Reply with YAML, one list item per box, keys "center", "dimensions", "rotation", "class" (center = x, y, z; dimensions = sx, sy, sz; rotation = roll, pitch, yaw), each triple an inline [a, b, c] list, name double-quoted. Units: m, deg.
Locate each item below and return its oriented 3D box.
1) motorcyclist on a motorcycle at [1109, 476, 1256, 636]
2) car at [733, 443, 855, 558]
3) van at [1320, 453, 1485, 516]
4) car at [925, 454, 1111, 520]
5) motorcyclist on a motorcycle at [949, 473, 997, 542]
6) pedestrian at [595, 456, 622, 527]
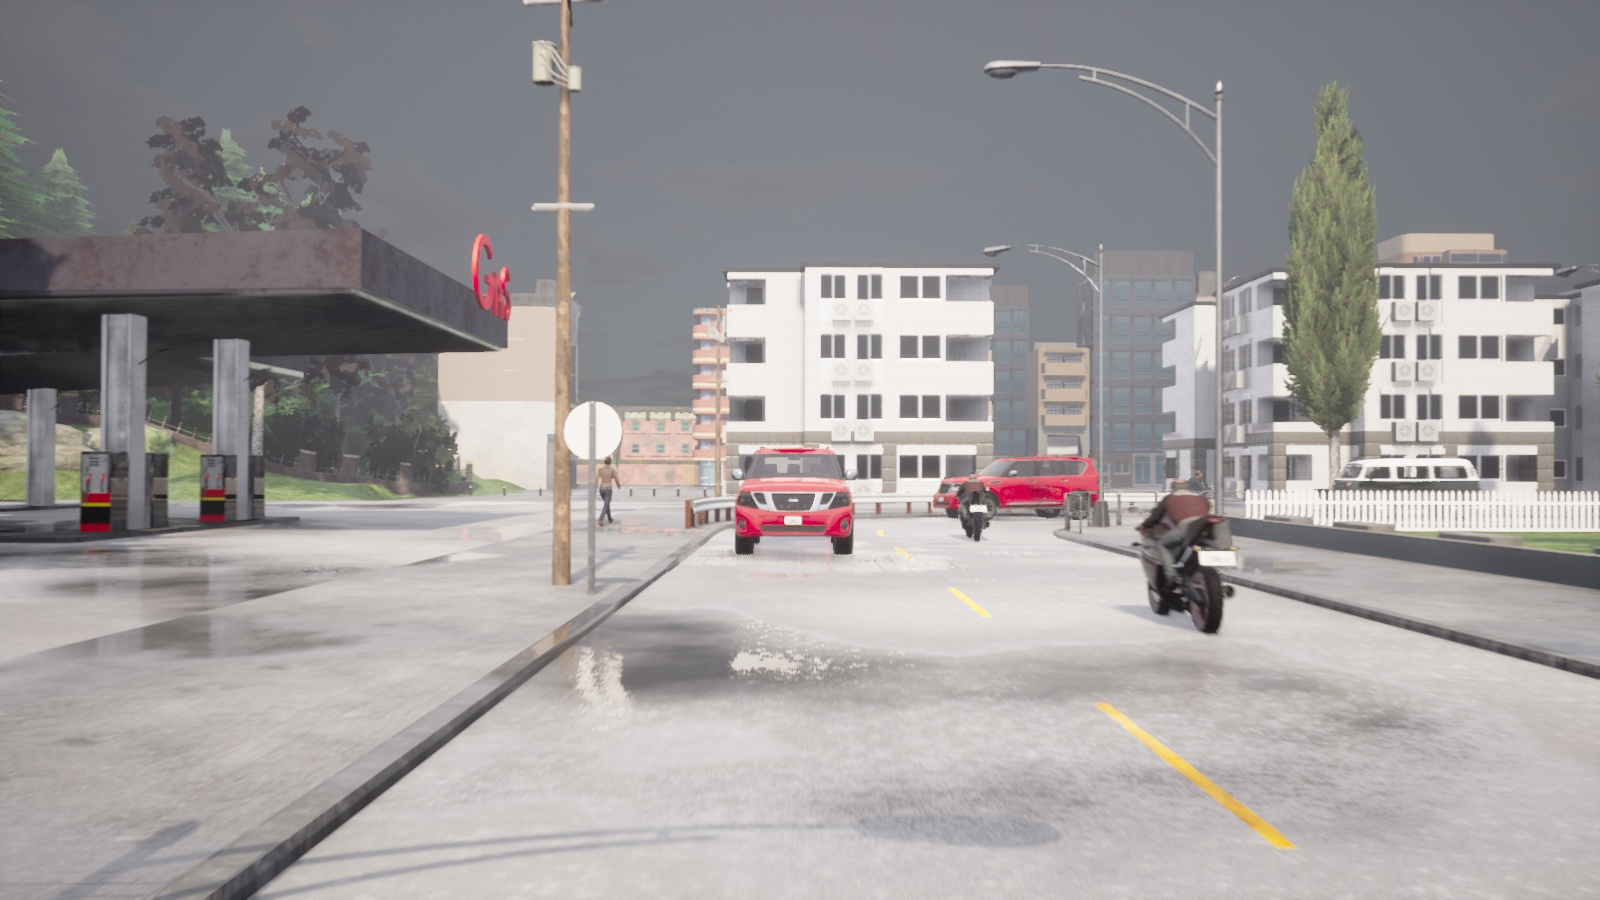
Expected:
- center: [3.968, 1.048, 13.243]
  dimensions: [0.866, 1.530, 2.191]
  rotation: [0, -1, 0]
  class: "motorcyclist on a motorcycle"
- center: [-0.101, 0.940, 25.091]
  dimensions: [2.150, 2.045, 5.566]
  rotation: [0, -1, 0]
  class: "car"
- center: [20.007, 1.135, 41.822]
  dimensions: [4.480, 2.038, 2.069]
  rotation: [0, -1, 0]
  class: "van"
- center: [7.035, 1.164, 40.596]
  dimensions: [5.566, 2.045, 2.150]
  rotation: [0, -1, -19]
  class: "car"
- center: [3.978, 1.303, 28.978]
  dimensions: [0.866, 1.530, 2.191]
  rotation: [0, -1, 2]
  class: "motorcyclist on a motorcycle"
- center: [-4.969, 1.072, 32.632]
  dimensions: [0.328, 1.805, 0.869]
  rotation: [-1, -1, 18]
  class: "pedestrian"
